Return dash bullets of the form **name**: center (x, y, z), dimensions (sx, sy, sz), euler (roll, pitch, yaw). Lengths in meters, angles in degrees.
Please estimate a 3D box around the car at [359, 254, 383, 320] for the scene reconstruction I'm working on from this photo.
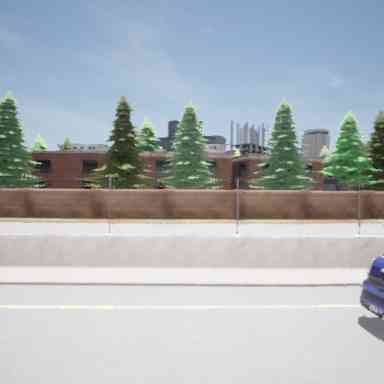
- **car**: center (5.219, 1.413, 5.183), dimensions (4.553, 1.767, 2.097), euler (0, 0, -3)
